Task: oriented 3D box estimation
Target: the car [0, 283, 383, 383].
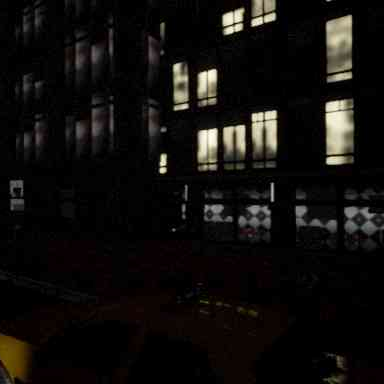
[{"bbox_3d":[-0.273,1.521,3.029,4.829,1.417,1.752,0,0,35],"label":"car"}]
